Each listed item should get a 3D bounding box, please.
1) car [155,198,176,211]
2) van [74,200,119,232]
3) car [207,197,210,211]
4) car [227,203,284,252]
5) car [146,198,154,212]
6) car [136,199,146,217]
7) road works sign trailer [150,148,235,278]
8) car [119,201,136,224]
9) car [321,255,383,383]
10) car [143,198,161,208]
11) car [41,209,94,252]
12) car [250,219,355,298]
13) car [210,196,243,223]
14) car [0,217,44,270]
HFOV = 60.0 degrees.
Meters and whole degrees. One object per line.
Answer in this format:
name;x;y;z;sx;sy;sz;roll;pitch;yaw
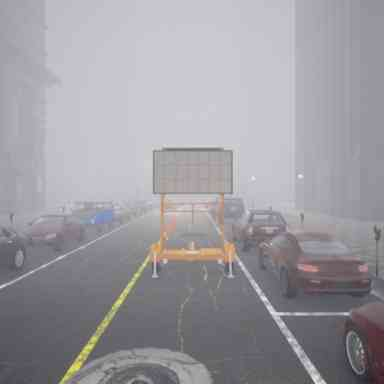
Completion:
car;-2.993;1.489;41.031;1.882;1.535;5.008;0;0;0
van;-5.722;1.341;19.530;1.690;1.788;3.998;0;0;0
car;2.828;1.319;30.786;2.192;1.841;5.009;0;0;0
car;2.790;1.439;13.878;1.967;1.590;4.097;0;0;0
car;-5.683;1.574;36.439;1.947;1.339;4.313;0;0;0
car;-5.695;1.586;30.803;1.802;1.307;4.206;0;0;0
road works sign trailer;0.023;0.463;10.137;2.380;3.560;2.880;0;0;0
car;-5.709;1.527;24.996;1.752;1.417;4.829;0;0;0
car;2.765;1.581;2.606;1.802;1.307;4.206;0;0;0
car;-5.657;1.567;47.712;2.008;1.369;4.403;0;0;0
car;-5.734;1.581;13.893;1.802;1.307;4.206;0;0;0
car;2.778;1.581;8.242;1.802;1.307;4.206;0;0;0
car;2.815;1.317;25.150;2.192;1.841;5.009;0;0;0
car;-5.747;1.550;8.256;2.008;1.369;4.403;0;0;0
